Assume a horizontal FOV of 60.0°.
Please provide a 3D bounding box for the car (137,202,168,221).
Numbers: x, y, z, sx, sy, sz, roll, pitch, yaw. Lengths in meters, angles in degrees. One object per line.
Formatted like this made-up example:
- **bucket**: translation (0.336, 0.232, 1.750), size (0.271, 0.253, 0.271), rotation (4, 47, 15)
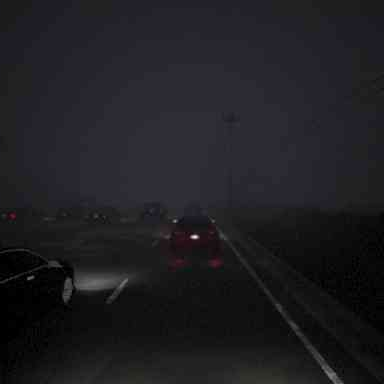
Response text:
- **car**: translation (-3.384, 1.659, 30.195), size (2.097, 1.767, 4.553), rotation (0, -1, 0)

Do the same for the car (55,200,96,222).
- **car**: translation (-10.384, 1.777, 29.515), size (1.882, 1.535, 5.008), rotation (0, 0, 0)

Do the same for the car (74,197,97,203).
- **car**: translation (-13.876, 1.666, 43.641), size (2.150, 2.045, 5.566), rotation (0, 0, 0)

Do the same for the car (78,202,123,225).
- **car**: translation (-6.968, 1.819, 26.663), size (2.033, 1.411, 5.357), rotation (0, -1, 0)

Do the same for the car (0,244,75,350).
- **car**: translation (-3.397, 1.559, 5.163), size (1.837, 1.490, 4.892), rotation (0, 0, 0)

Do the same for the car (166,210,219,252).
- **car**: translation (0.107, 1.716, 14.751), size (1.994, 1.385, 4.181), rotation (0, -1, 0)

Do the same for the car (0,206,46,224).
- **car**: translation (-13.874, 1.822, 27.064), size (2.033, 1.411, 5.357), rotation (0, -1, 0)

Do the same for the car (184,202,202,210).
- **car**: translation (0.121, 1.882, 39.573), size (1.882, 1.535, 5.008), rotation (0, 0, 0)

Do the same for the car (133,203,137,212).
- **car**: translation (-6.894, 2.031, 45.794), size (1.994, 1.385, 4.181), rotation (0, 0, 0)
